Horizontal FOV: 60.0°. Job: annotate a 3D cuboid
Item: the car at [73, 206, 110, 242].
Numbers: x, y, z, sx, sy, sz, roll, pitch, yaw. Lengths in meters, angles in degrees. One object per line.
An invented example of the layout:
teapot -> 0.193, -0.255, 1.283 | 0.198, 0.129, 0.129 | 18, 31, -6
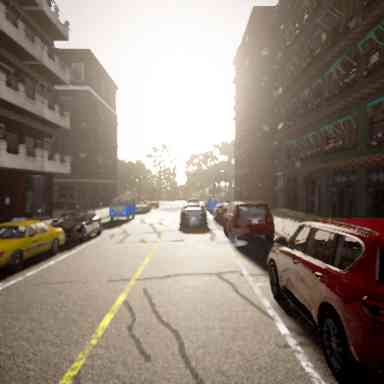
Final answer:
car -> -5.698, 1.603, 16.483 | 1.947, 1.339, 4.313 | -1, 0, 0

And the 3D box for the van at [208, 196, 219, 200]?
van -> 2.685, 1.422, 38.627 | 1.690, 1.788, 3.998 | -1, 0, 0

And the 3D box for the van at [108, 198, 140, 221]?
van -> -5.698, 1.401, 27.533 | 1.690, 1.788, 3.998 | -1, 0, 0

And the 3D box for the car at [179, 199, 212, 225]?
car -> 0.108, 1.543, 24.154 | 2.128, 1.511, 4.902 | 0, 0, 0

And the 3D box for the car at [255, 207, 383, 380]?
car -> 2.673, 1.328, 5.481 | 2.192, 1.841, 5.009 | -1, 0, 0

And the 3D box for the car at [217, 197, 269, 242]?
car -> 2.677, 1.352, 16.530 | 2.192, 1.841, 5.009 | -1, 0, 0

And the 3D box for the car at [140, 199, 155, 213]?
car -> -5.691, 1.607, 38.411 | 1.752, 1.417, 4.829 | -1, 0, 0

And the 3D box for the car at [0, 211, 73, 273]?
car -> -5.701, 1.550, 10.790 | 1.752, 1.417, 4.829 | -1, 0, 0

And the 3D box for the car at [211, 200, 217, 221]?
car -> 2.685, 1.604, 27.578 | 1.887, 1.381, 4.507 | -1, 0, 0

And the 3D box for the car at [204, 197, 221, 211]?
car -> 2.689, 1.532, 44.151 | 1.967, 1.590, 4.097 | -1, 0, 0

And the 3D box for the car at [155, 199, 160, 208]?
car -> -5.784, 1.685, 49.623 | 1.802, 1.307, 4.206 | -1, 0, 0
